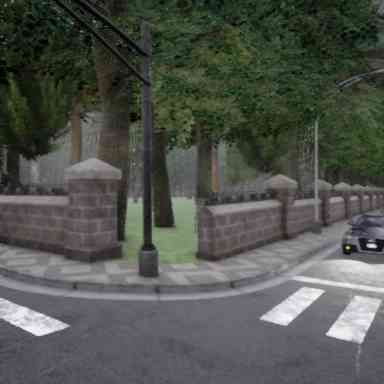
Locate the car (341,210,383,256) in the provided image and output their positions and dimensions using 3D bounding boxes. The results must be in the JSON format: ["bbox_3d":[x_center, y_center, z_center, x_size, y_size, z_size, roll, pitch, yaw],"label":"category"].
[{"bbox_3d":[7.013,1.585,12.538,1.994,1.385,4.181,0,0,35],"label":"car"}]
